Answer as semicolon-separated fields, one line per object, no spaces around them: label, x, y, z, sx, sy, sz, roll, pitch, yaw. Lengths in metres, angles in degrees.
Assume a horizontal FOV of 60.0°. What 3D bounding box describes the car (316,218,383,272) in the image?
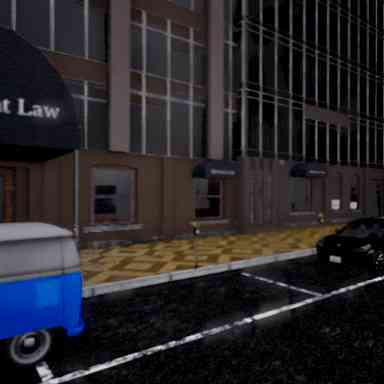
car;5.856;1.535;10.728;4.313;1.339;1.947;0;1;-35

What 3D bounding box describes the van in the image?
van;-3.408;1.343;4.119;3.998;1.788;1.690;0;1;-35
